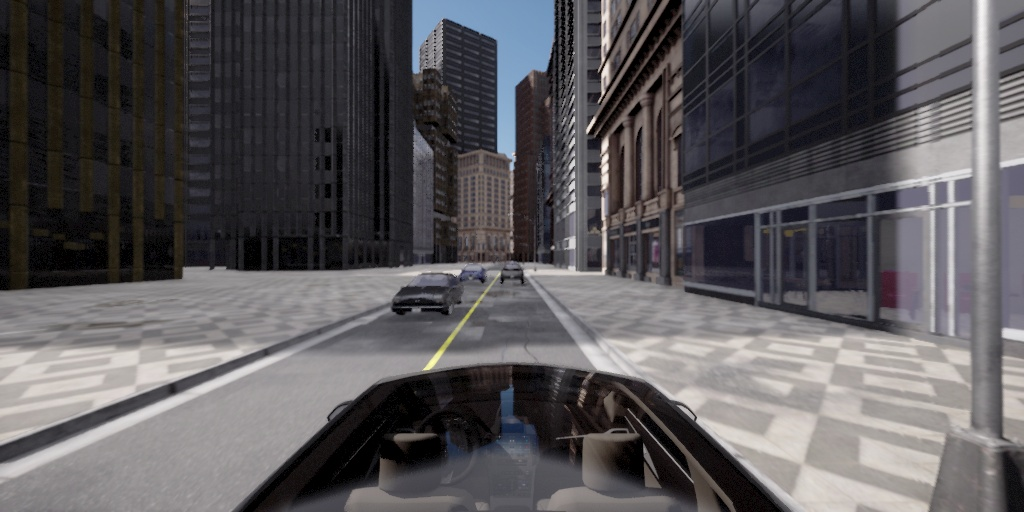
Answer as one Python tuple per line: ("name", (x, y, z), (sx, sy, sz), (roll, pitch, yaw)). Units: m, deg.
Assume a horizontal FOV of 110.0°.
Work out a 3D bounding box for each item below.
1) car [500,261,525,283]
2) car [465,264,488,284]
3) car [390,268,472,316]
("car", (0.037, 1.360, 29.190), (2.128, 1.511, 4.902), (0, 0, 0))
("car", (-3.031, 1.394, 28.747), (1.812, 1.442, 4.674), (0, 0, 0))
("car", (-3.012, 1.351, 13.992), (2.033, 1.411, 5.357), (0, 0, 0))
